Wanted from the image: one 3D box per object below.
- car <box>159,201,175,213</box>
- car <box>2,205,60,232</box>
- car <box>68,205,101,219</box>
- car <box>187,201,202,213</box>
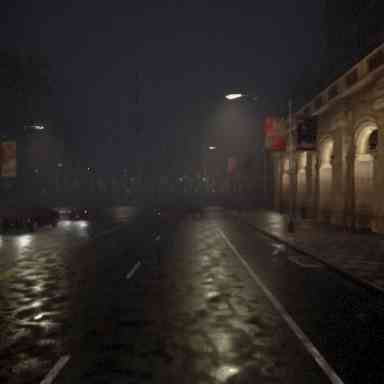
[{"bbox_3d":[-3.204,1.898,43.634,2.128,1.511,4.902,0,-1,1],"label":"car"},{"bbox_3d":[-10.532,1.685,22.118,1.882,1.535,5.008,0,-1,1],"label":"car"},{"bbox_3d":[-10.377,1.903,32.398,1.895,1.301,4.718,0,-1,1],"label":"car"},{"bbox_3d":[0.293,1.896,43.264,2.128,1.511,4.902,0,0,1],"label":"car"}]
